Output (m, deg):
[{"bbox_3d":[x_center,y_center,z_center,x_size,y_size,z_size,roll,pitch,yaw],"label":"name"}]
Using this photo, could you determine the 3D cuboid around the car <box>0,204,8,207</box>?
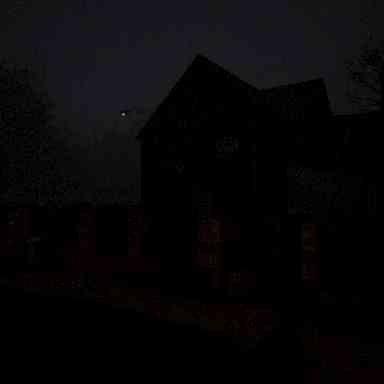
[{"bbox_3d":[-15.594,1.669,23.990,1.895,1.301,4.718,0,0,35],"label":"car"}]

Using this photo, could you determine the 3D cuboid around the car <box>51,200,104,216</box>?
[{"bbox_3d":[-11.891,1.603,34.866,2.128,1.511,4.902,0,0,35],"label":"car"}]

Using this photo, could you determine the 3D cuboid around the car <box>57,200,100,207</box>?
[{"bbox_3d":[-10.479,1.662,31.243,1.994,1.385,4.181,0,0,35],"label":"car"}]

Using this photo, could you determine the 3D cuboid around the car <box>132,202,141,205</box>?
[{"bbox_3d":[-4.473,1.636,39.713,1.837,1.490,4.892,0,0,35],"label":"car"}]
